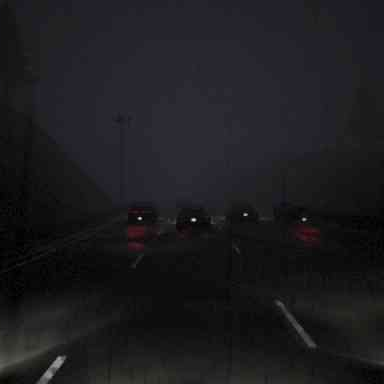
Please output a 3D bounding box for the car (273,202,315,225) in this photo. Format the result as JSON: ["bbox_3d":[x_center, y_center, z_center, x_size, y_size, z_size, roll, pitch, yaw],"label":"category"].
[{"bbox_3d":[7.070,1.442,23.419,1.837,1.490,4.892,0,1,-1],"label":"car"}]

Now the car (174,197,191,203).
[{"bbox_3d":[-1.077,1.382,40.728,2.128,1.511,4.902,0,0,-7],"label":"car"}]

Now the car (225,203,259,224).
[{"bbox_3d":[3.551,1.498,24.234,1.994,1.385,4.181,0,0,-1],"label":"car"}]

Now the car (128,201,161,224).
[{"bbox_3d":[-3.438,1.441,24.154,1.837,1.490,4.892,0,1,-1],"label":"car"}]

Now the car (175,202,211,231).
[{"bbox_3d":[0.088,1.509,20.295,1.994,1.385,4.181,0,0,0],"label":"car"}]
